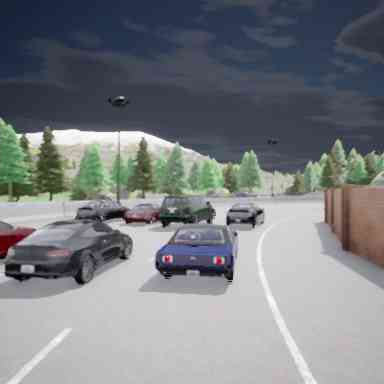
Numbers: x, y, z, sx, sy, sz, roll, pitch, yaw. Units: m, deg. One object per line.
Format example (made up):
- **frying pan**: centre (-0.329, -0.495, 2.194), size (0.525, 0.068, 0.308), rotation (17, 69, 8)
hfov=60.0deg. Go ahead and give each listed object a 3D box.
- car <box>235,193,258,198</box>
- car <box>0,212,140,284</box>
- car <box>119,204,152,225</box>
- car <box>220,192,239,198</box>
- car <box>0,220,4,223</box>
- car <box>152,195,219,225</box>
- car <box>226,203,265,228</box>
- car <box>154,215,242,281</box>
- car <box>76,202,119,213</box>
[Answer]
- **car**: centre (11.346, 1.401, 65.197), size (4.902, 1.511, 2.128), rotation (0, 0, -37)
- **car**: centre (-3.202, 1.513, 9.503), size (1.812, 1.442, 4.674), rotation (0, 0, 9)
- **car**: centre (-3.069, 1.531, 23.957), size (1.994, 1.385, 4.181), rotation (0, 0, 22)
- **car**: centre (9.045, 1.126, 67.908), size (5.566, 2.045, 2.150), rotation (0, 0, -38)
- **car**: centre (-6.645, 1.464, 10.089), size (1.882, 1.535, 5.008), rotation (0, 0, 9)
- **car**: centre (-0.211, 1.192, 21.759), size (2.150, 2.045, 5.566), rotation (0, 0, 21)
- **car**: centre (3.596, 1.460, 21.831), size (2.128, 1.511, 4.902), rotation (0, 0, 22)
- **car**: centre (0.404, 1.586, 9.869), size (1.895, 1.301, 4.718), rotation (0, 0, 10)
- **car**: centre (-6.490, 1.457, 24.813), size (2.128, 1.511, 4.902), rotation (0, 0, 21)
